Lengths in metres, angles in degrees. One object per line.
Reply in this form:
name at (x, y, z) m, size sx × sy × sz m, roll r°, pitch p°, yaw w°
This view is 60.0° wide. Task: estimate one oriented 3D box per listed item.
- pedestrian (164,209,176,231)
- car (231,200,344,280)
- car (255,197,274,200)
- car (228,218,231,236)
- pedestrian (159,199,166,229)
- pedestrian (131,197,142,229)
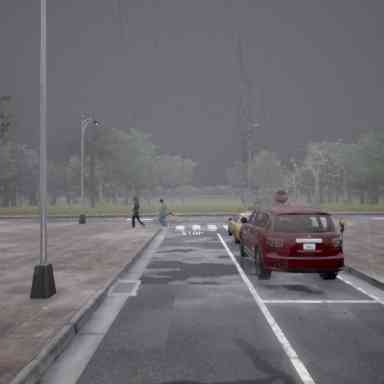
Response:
pedestrian at (-1.214, 1.673, 19.379) m, size 0.500 × 1.100 × 0.500 m, roll 0°, pitch 0°, yaw 0°
car at (2.650, 1.314, 9.886) m, size 2.192 × 1.841 × 5.009 m, roll 0°, pitch 0°, yaw 0°
car at (6.697, 1.267, 25.537) m, size 4.553 × 1.767 × 2.097 m, roll -1°, pitch 0°, yaw 0°
car at (2.658, 1.525, 15.602) m, size 1.752 × 1.417 × 4.829 m, roll 0°, pitch 0°, yaw 0°
pedestrian at (-1.707, 1.293, 20.090) m, size 0.375 × 1.860 × 0.375 m, roll 0°, pitch 0°, yaw 0°
pedestrian at (-3.173, 1.141, 18.874) m, size 0.375 × 1.860 × 0.375 m, roll 0°, pitch 0°, yaw 0°
